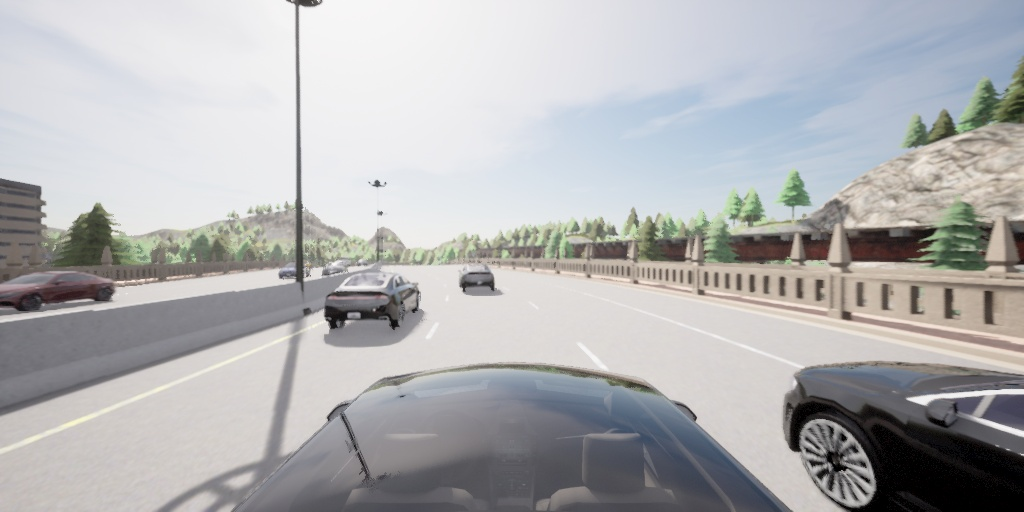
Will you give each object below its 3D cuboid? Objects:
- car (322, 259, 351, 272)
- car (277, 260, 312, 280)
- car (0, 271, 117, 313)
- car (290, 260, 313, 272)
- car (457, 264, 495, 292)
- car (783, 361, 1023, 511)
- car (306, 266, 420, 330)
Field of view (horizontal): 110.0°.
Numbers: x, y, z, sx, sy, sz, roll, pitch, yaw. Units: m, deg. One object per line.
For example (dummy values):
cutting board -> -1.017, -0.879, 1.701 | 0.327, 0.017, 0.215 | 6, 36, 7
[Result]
car -> -17.045, 1.314, 34.783 | 2.128, 1.511, 4.902 | 0, 0, -19
car -> -20.369, 1.374, 33.688 | 1.812, 1.442, 4.674 | 0, 0, -19
car -> -18.847, 1.364, 14.588 | 1.812, 1.442, 4.674 | 0, 0, -10
car -> -30.401, 1.376, 51.981 | 1.882, 1.535, 5.008 | 0, 0, -19
car -> -2.168, 1.227, 21.386 | 2.128, 1.511, 4.902 | 0, 0, -11
car -> 3.447, 1.227, 1.370 | 2.128, 1.511, 4.902 | 0, 0, 0
car -> -4.101, 1.250, 11.220 | 2.128, 1.511, 4.902 | 0, 0, -5
